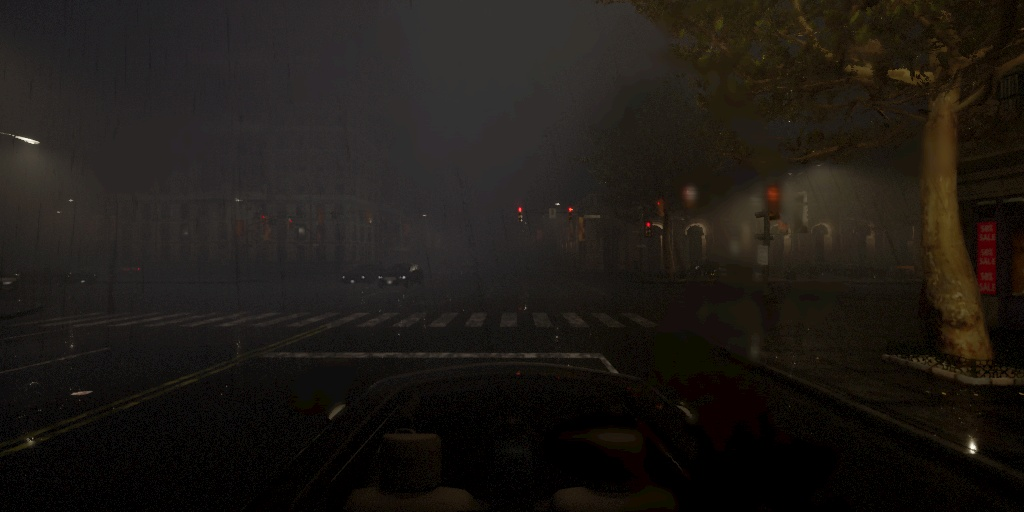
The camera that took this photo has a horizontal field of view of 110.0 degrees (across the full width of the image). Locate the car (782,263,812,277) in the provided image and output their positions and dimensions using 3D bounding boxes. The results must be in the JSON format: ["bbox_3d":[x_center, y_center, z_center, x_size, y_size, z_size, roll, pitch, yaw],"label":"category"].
[{"bbox_3d":[29.396,1.351,34.642,4.718,1.301,1.895,0,0,1],"label":"car"}]

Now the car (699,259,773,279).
[{"bbox_3d":[19.436,1.255,31.231,4.892,1.490,1.837,0,0,1],"label":"car"}]

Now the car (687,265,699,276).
[{"bbox_3d":[19.456,1.102,34.733,4.553,1.767,2.097,0,0,0],"label":"car"}]

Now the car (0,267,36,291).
[{"bbox_3d":[-30.499,1.242,19.988,4.902,1.511,2.128,0,0,1],"label":"car"}]

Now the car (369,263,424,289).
[{"bbox_3d":[-7.035,1.241,23.086,2.128,1.511,4.902,0,0,0],"label":"car"}]

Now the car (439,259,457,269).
[{"bbox_3d":[-10.409,1.276,57.146,1.812,1.442,4.674,0,0,0],"label":"car"}]

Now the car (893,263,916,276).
[{"bbox_3d":[39.859,1.228,34.536,5.008,1.535,1.882,0,0,1],"label":"car"}]

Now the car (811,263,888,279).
[{"bbox_3d":[29.383,1.351,31.142,4.718,1.301,1.895,0,0,1],"label":"car"}]

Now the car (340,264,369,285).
[{"bbox_3d":[-10.526,1.297,26.330,2.033,1.411,5.357,0,0,0],"label":"car"}]

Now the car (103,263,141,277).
[{"bbox_3d":[-39.676,1.351,35.252,4.718,1.301,1.895,0,0,1],"label":"car"}]

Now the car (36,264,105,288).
[{"bbox_3d":[-30.277,1.351,23.485,4.718,1.301,1.895,0,0,1],"label":"car"}]

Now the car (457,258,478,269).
[{"bbox_3d":[-6.915,1.351,56.613,1.895,1.301,4.718,0,0,0],"label":"car"}]
